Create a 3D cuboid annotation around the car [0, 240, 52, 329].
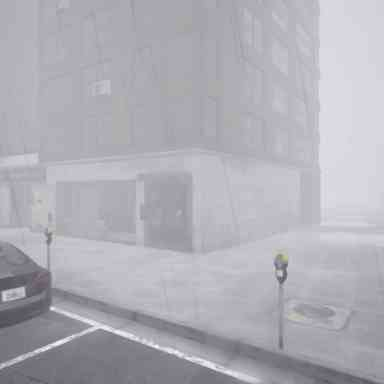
[{"bbox_3d":[-4.349,1.565,6.188,4.313,1.339,1.947,0,0,36],"label":"car"}]
